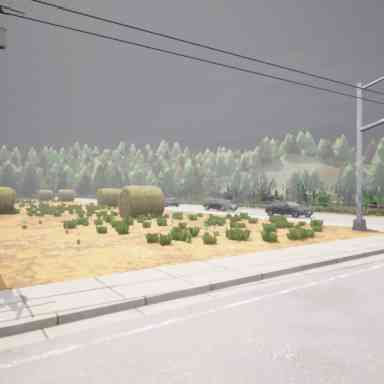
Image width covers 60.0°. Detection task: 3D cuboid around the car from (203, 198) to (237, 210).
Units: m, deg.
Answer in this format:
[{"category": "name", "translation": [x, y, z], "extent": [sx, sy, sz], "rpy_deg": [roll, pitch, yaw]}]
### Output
[{"category": "car", "translation": [3.198, 1.456, 38.086], "extent": [2.128, 1.511, 4.902], "rpy_deg": [0, 0, -33]}]

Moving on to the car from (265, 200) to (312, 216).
[{"category": "car", "translation": [8.556, 1.491, 29.767], "extent": [1.812, 1.442, 4.674], "rpy_deg": [0, 0, -33]}]

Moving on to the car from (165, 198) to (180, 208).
[{"category": "car", "translation": [-3.515, 1.529, 48.602], "extent": [1.994, 1.385, 4.181], "rpy_deg": [0, 0, -32]}]
